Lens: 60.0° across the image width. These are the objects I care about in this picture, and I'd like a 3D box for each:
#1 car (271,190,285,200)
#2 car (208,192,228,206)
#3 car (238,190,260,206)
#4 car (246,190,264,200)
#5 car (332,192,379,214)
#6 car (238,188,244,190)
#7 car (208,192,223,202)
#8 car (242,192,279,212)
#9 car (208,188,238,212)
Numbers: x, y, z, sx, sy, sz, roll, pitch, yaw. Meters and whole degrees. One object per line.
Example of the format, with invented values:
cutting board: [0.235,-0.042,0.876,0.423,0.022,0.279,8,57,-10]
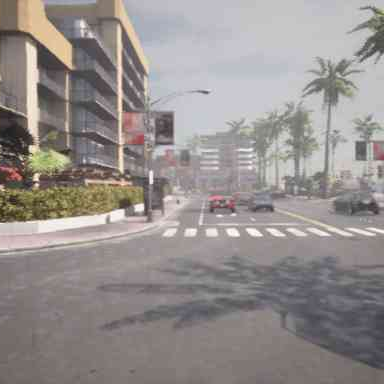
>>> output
car: [14.144,0.465,56.151,1.882,1.535,5.008,-1,1,-1]
car: [3.074,0.832,40.258,2.128,1.511,4.902,-1,1,2]
car: [6.570,0.814,40.088,1.837,1.490,4.892,-1,1,2]
car: [10.652,0.494,56.488,1.882,1.535,5.008,-1,1,-1]
car: [13.110,0.802,26.944,2.097,1.767,4.553,-1,1,2]
car: [7.015,0.363,50.643,2.150,2.045,5.566,-1,1,2]
car: [3.516,0.723,50.587,2.033,1.411,5.357,-1,1,2]
car: [6.153,1.011,30.375,2.033,1.411,5.357,-1,1,2]
car: [2.654,0.716,30.541,2.150,2.045,5.566,-1,1,2]
